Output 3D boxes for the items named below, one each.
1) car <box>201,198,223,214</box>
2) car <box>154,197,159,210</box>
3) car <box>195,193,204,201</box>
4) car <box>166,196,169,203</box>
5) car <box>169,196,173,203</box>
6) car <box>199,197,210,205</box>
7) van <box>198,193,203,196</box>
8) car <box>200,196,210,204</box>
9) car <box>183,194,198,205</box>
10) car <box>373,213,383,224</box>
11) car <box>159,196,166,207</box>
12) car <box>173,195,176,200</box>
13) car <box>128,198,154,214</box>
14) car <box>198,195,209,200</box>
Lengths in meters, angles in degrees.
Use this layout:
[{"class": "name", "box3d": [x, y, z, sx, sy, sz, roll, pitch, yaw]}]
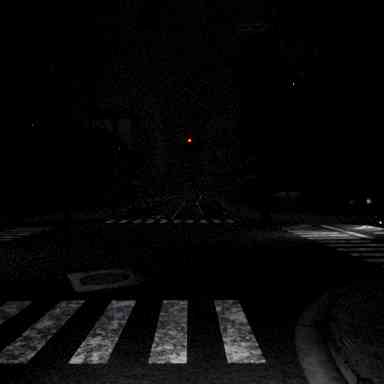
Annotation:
[{"class": "car", "box3d": [2.331, 1.606, 36.177, 1.947, 1.339, 4.313, 0, 0, 0]}, {"class": "car", "box3d": [-5.688, 1.489, 41.697, 1.967, 1.590, 4.097, 0, 0, 0]}, {"class": "car", "box3d": [2.022, 1.401, 90.176, 2.150, 2.045, 5.566, 0, 0, 0]}, {"class": "car", "box3d": [-5.670, 1.634, 58.229, 2.008, 1.369, 4.403, 0, 0, 0]}, {"class": "car", "box3d": [-5.658, 1.552, 69.250, 1.967, 1.590, 4.097, 0, 0, 0]}, {"class": "car", "box3d": [2.361, 1.647, 63.731, 2.008, 1.369, 4.403, 0, 0, 0]}, {"class": "van", "box3d": [2.355, 1.424, 58.221, 1.690, 1.788, 3.998, 0, 0, 0]}, {"class": "car", "box3d": [2.343, 1.641, 47.199, 1.802, 1.307, 4.206, 0, 0, 0]}, {"class": "car", "box3d": [-0.276, 1.601, 63.326, 1.837, 1.490, 4.892, 0, 0, 0]}, {"class": "car", "box3d": [14.349, 1.494, 20.715, 5.357, 1.411, 2.033, 0, 0, -2]}, {"class": "car", "box3d": [-5.676, 1.653, 52.718, 1.802, 1.307, 4.206, 0, 0, 0]}, {"class": "car", "box3d": [-5.646, 1.694, 80.272, 2.008, 1.369, 4.403, 0, 0, 0]}, {"class": "car", "box3d": [-5.694, 1.480, 36.186, 1.967, 1.590, 4.097, 0, 0, 0]}, {"class": "car", "box3d": [2.349, 1.637, 52.710, 1.947, 1.339, 4.313, 0, 0, 0]}]
